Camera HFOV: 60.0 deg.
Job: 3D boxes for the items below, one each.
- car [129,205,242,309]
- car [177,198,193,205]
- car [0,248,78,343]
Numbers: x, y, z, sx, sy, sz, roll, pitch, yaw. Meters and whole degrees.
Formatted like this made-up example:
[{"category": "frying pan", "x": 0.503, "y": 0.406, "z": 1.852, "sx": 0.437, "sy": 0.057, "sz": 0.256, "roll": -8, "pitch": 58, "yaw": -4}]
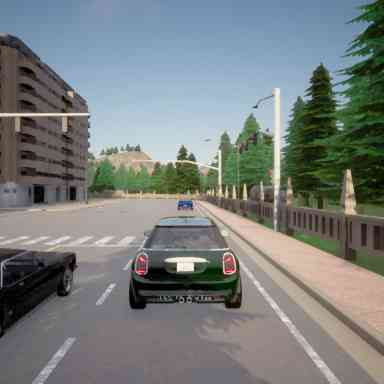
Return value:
[{"category": "car", "x": -0.133, "y": 1.352, "z": 8.033, "sx": 2.097, "sy": 1.767, "sz": 4.553, "roll": 0, "pitch": 0, "yaw": 0}, {"category": "car", "x": -0.866, "y": 1.478, "z": 43.105, "sx": 1.882, "sy": 1.535, "sz": 5.008, "roll": 0, "pitch": 0, "yaw": -1}, {"category": "car", "x": -3.548, "y": 1.601, "z": 5.660, "sx": 1.895, "sy": 1.301, "sz": 4.718, "roll": 0, "pitch": 0, "yaw": -1}]
